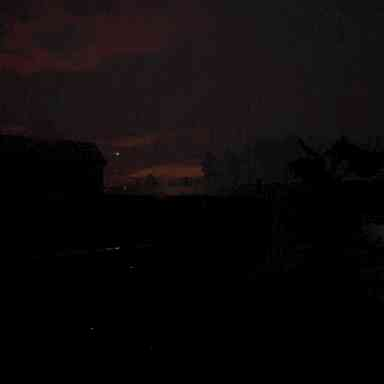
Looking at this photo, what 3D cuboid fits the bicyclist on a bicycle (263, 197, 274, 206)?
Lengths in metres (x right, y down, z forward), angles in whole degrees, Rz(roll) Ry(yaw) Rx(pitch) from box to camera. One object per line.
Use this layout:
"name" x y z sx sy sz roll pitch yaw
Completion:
"bicyclist on a bicycle" 7.892 1.194 34.818 1.656 1.620 0.582 -36 20 -30

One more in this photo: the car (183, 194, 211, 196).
"car" 0.822 1.213 30.632 2.150 2.045 5.566 0 0 -36
